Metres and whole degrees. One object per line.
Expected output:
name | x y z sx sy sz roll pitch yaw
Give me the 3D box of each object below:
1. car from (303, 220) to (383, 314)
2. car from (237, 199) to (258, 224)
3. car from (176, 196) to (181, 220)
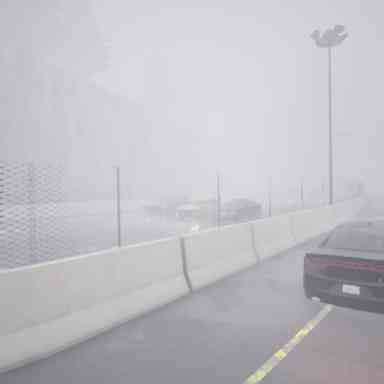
car | 4.014 1.338 7.203 1.882 1.535 5.008 0 1 38
car | 3.036 1.203 22.041 2.128 1.511 4.902 0 1 34
car | 0.757 1.192 24.904 1.882 1.535 5.008 0 1 33
